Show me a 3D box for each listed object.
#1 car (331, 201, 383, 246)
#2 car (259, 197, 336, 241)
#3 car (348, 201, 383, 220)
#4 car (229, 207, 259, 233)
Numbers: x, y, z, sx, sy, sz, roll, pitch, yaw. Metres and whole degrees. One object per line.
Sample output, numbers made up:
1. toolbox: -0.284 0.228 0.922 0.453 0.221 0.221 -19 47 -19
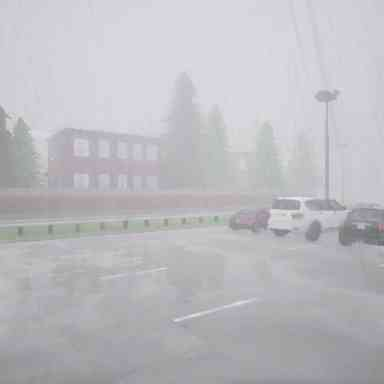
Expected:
1. car: 8.244 1.367 14.049 4.553 1.767 2.097 0 0 -35
2. car: 6.261 1.258 16.933 5.566 2.045 2.150 0 0 -35
3. car: 15.501 1.573 29.184 4.181 1.385 1.994 0 0 -44
4. car: 4.204 1.573 19.765 4.181 1.385 1.994 0 0 -35
